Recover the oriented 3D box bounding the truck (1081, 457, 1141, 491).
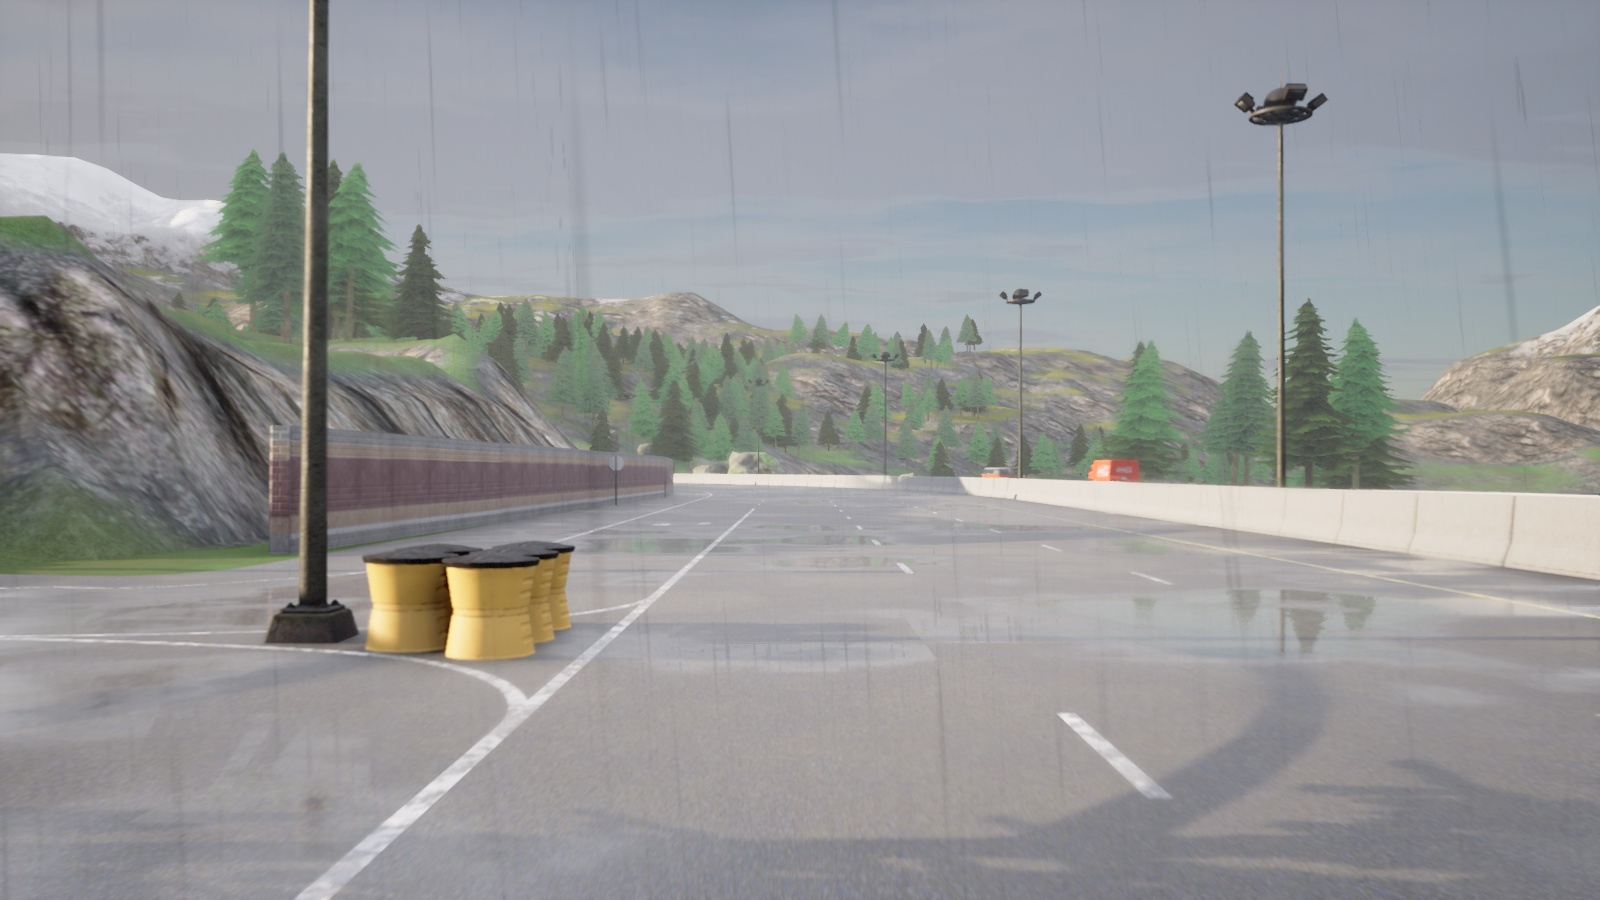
[{"bbox_3d":[22.991,1.795,93.122,2.627,2.467,5.204,0,-1,-8],"label":"truck"}]
